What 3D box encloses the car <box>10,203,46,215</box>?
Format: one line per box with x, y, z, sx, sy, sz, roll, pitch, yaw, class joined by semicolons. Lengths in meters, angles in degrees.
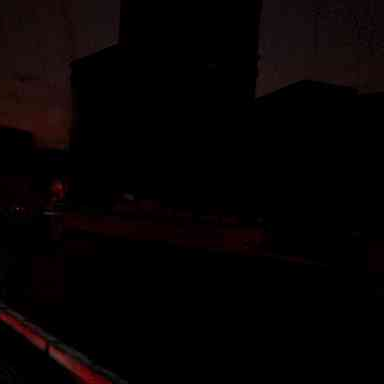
-19.815;2.012;40.528;2.033;1.411;5.357;4;-1;3;car

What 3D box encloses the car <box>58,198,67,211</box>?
-18.272;2.047;51.824;2.150;2.045;5.566;5;-1;19;car
